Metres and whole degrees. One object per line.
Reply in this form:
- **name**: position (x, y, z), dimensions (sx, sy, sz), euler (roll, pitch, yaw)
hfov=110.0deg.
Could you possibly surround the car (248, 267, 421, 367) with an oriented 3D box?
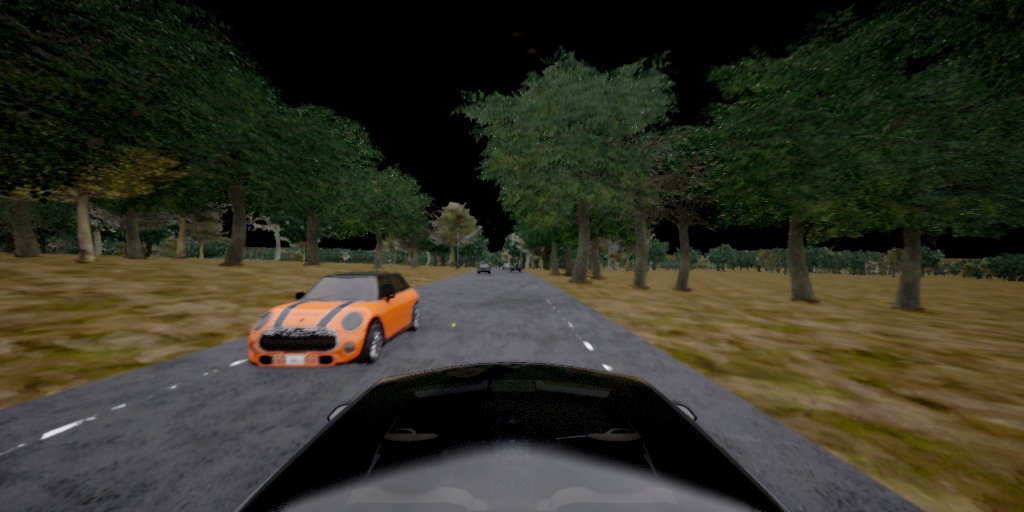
- **car**: position (-3.607, 1.159, 8.208), dimensions (2.097, 1.767, 4.553), euler (0, 0, 0)

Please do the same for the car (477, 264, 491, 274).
- **car**: position (-3.935, 1.869, 51.294), dimensions (2.033, 1.411, 5.357), euler (0, -1, 0)

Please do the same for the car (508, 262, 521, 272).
- **car**: position (0.624, 2.029, 62.427), dimensions (1.837, 1.490, 4.892), euler (0, -1, -1)
